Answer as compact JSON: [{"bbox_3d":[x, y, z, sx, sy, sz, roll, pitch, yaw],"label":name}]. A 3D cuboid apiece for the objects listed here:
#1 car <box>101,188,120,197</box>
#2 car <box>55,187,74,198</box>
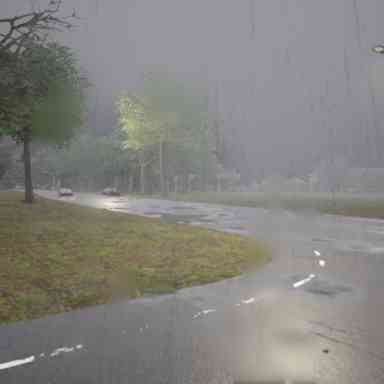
[{"bbox_3d":[-14.346,-0.009,58.552,2.097,1.767,4.553,-1,2,-35],"label":"car"},{"bbox_3d":[-21.863,0.133,57.592,1.882,1.535,5.008,-1,2,-31],"label":"car"}]
